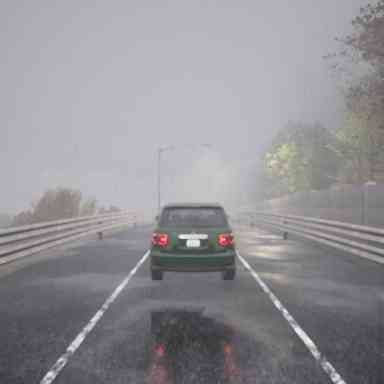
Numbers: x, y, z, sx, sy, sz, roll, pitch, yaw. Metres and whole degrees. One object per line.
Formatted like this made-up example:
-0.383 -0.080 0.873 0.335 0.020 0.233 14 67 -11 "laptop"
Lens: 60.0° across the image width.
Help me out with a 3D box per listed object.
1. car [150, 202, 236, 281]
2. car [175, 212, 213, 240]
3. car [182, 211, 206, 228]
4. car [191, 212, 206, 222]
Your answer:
0.018 1.330 10.264 2.150 2.045 5.566 0 -1 0 "car"
0.156 1.952 19.765 1.994 1.385 4.181 0 -2 1 "car"
0.234 2.462 30.414 1.994 1.385 4.181 0 -3 1 "car"
0.949 3.467 45.682 1.895 1.301 4.718 0 -4 3 "car"
